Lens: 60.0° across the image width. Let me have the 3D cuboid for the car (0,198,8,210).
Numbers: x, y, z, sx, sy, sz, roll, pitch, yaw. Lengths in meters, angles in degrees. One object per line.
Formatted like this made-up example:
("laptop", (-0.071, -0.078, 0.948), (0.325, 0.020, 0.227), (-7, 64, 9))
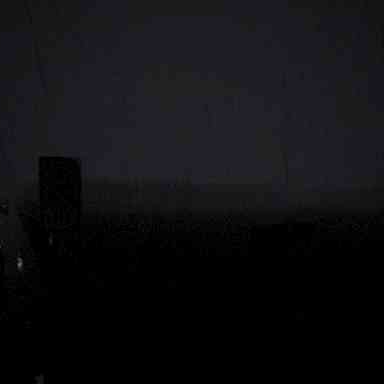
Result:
("car", (-24.486, 1.481, 42.382), (1.812, 1.442, 4.674), (0, 0, -29))

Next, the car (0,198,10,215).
("car", (-19.471, 1.496, 33.347), (1.812, 1.442, 4.674), (0, 0, -28))

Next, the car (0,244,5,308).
("car", (-4.732, 1.558, 6.376), (1.994, 1.385, 4.181), (0, 0, -29))
